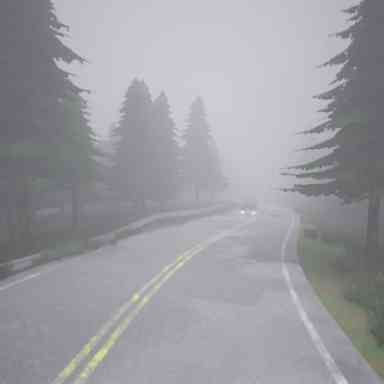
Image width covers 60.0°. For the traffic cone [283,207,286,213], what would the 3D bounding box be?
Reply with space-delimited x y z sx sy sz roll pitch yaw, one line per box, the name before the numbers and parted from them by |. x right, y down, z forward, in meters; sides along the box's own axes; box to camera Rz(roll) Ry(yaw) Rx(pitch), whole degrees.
traffic cone | 10.362 2.009 37.199 0.340 0.580 0.340 2 1 18

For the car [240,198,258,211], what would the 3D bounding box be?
car | 7.003 1.483 40.315 2.033 1.411 5.357 2 0 15

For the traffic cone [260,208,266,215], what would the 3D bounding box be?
traffic cone | 6.680 1.945 32.067 0.340 0.580 0.340 2 1 17
